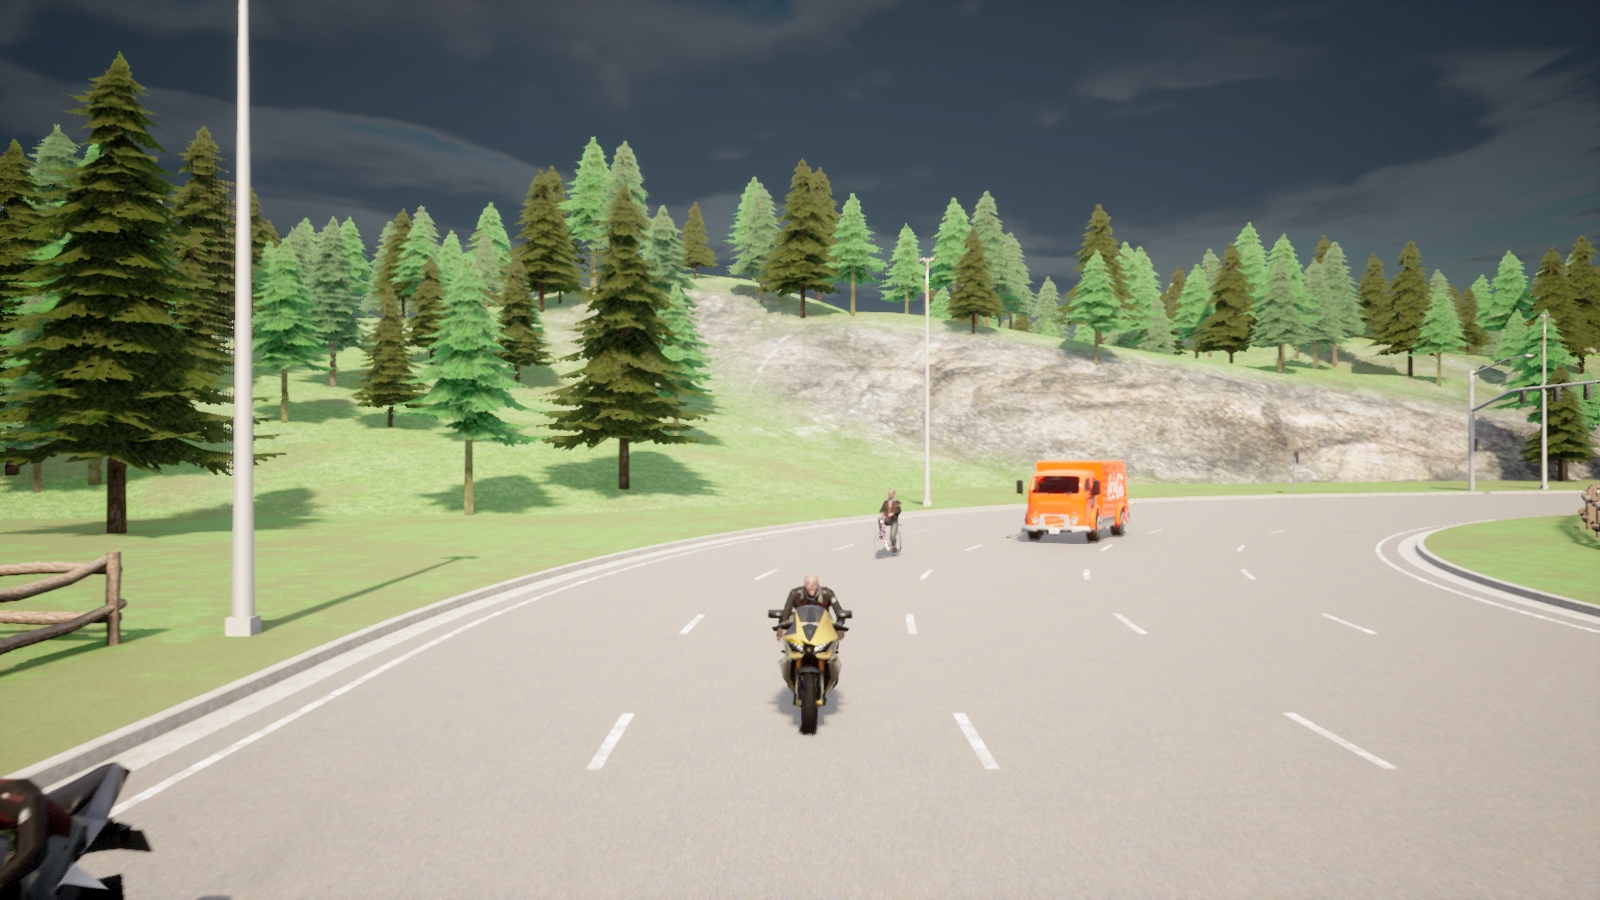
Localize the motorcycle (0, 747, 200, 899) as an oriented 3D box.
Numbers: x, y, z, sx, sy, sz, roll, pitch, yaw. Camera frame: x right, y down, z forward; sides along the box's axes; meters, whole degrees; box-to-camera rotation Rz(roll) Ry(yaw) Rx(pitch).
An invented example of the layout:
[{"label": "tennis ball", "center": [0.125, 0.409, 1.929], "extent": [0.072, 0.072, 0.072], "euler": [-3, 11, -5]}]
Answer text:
[{"label": "motorcycle", "center": [-3.613, 2.201, 4.957], "extent": [0.867, 1.251, 2.209], "euler": [0, 0, 0]}]

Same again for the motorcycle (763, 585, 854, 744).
[{"label": "motorcycle", "center": [0.116, 2.197, 12.096], "extent": [0.867, 1.251, 2.209], "euler": [0, 0, 2]}]

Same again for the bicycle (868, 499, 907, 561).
[{"label": "bicycle", "center": [2.262, 2.042, 29.354], "extent": [0.329, 1.471, 1.835], "euler": [0, 0, 26]}]

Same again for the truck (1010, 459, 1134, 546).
[{"label": "truck", "center": [8.632, 1.548, 35.836], "extent": [2.627, 2.467, 5.204], "euler": [0, 0, 27]}]
